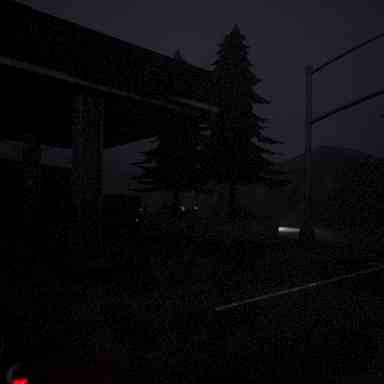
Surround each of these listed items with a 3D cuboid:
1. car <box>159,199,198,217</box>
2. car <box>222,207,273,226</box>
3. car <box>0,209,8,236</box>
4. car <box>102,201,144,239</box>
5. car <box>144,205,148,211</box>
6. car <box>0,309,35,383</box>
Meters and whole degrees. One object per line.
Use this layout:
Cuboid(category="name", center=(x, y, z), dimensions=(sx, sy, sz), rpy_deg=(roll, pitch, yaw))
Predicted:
Cuboid(category="car", center=(-1.339, 1.540, 32.653), dimensions=(2.097, 1.767, 4.553), rpy_deg=(1, 0, -36))
Cuboid(category="car", center=(4.080, 1.815, 25.013), dimensions=(1.994, 1.385, 4.181), rpy_deg=(1, 0, -35))
Cuboid(category="car", center=(-11.671, 1.520, 18.466), dimensions=(2.242, 1.667, 4.611), rpy_deg=(1, 0, -36))
Cuboid(category="car", center=(-4.539, 1.446, 18.283), dimensions=(1.905, 1.878, 3.866), rpy_deg=(1, 0, -36))
Cuboid(category="car", center=(-7.487, 1.664, 41.317), dimensions=(2.033, 1.411, 5.357), rpy_deg=(1, 0, -35))
Cuboid(category="car", center=(-3.255, 1.379, 1.673), dimensions=(4.553, 1.767, 2.097), rpy_deg=(2, -1, -36))
